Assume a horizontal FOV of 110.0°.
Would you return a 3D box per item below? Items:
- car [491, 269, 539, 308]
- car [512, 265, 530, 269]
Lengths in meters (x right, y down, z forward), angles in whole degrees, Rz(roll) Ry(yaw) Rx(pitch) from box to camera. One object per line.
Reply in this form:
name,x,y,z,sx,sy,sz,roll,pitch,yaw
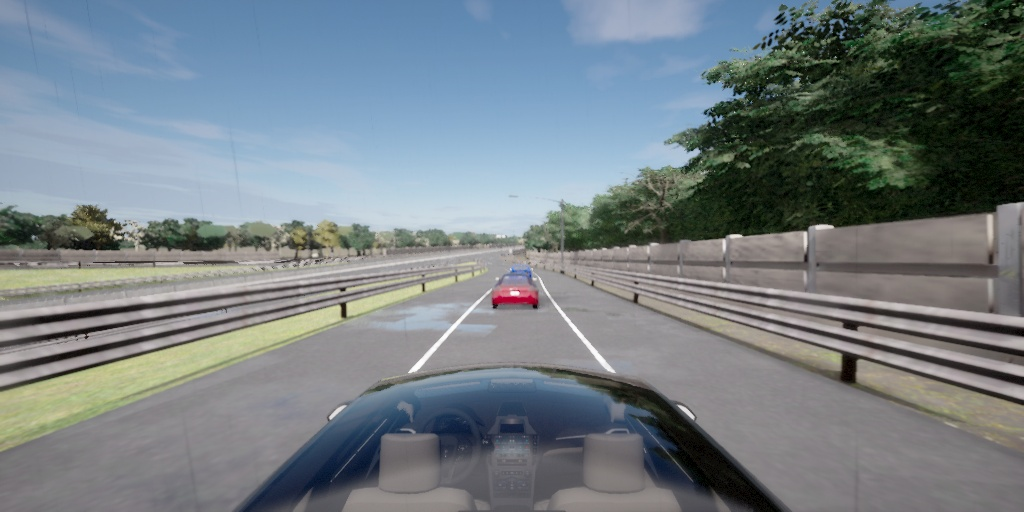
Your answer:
car,0.169,1.448,16.037,1.994,1.385,4.181,0,0,2
car,0.795,1.503,31.178,1.882,1.535,5.008,0,0,3
